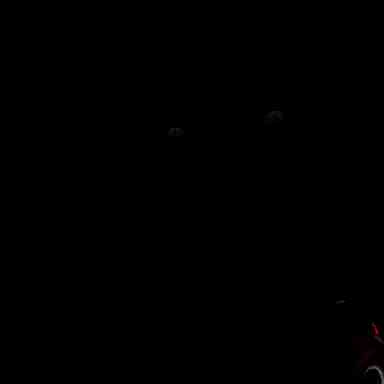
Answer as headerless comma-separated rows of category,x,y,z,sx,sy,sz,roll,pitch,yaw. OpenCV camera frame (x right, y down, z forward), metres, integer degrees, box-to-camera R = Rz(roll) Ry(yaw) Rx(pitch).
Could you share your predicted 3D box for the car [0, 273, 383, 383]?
car,-0.012,1.564,3.055,4.181,1.385,1.994,0,0,-35
